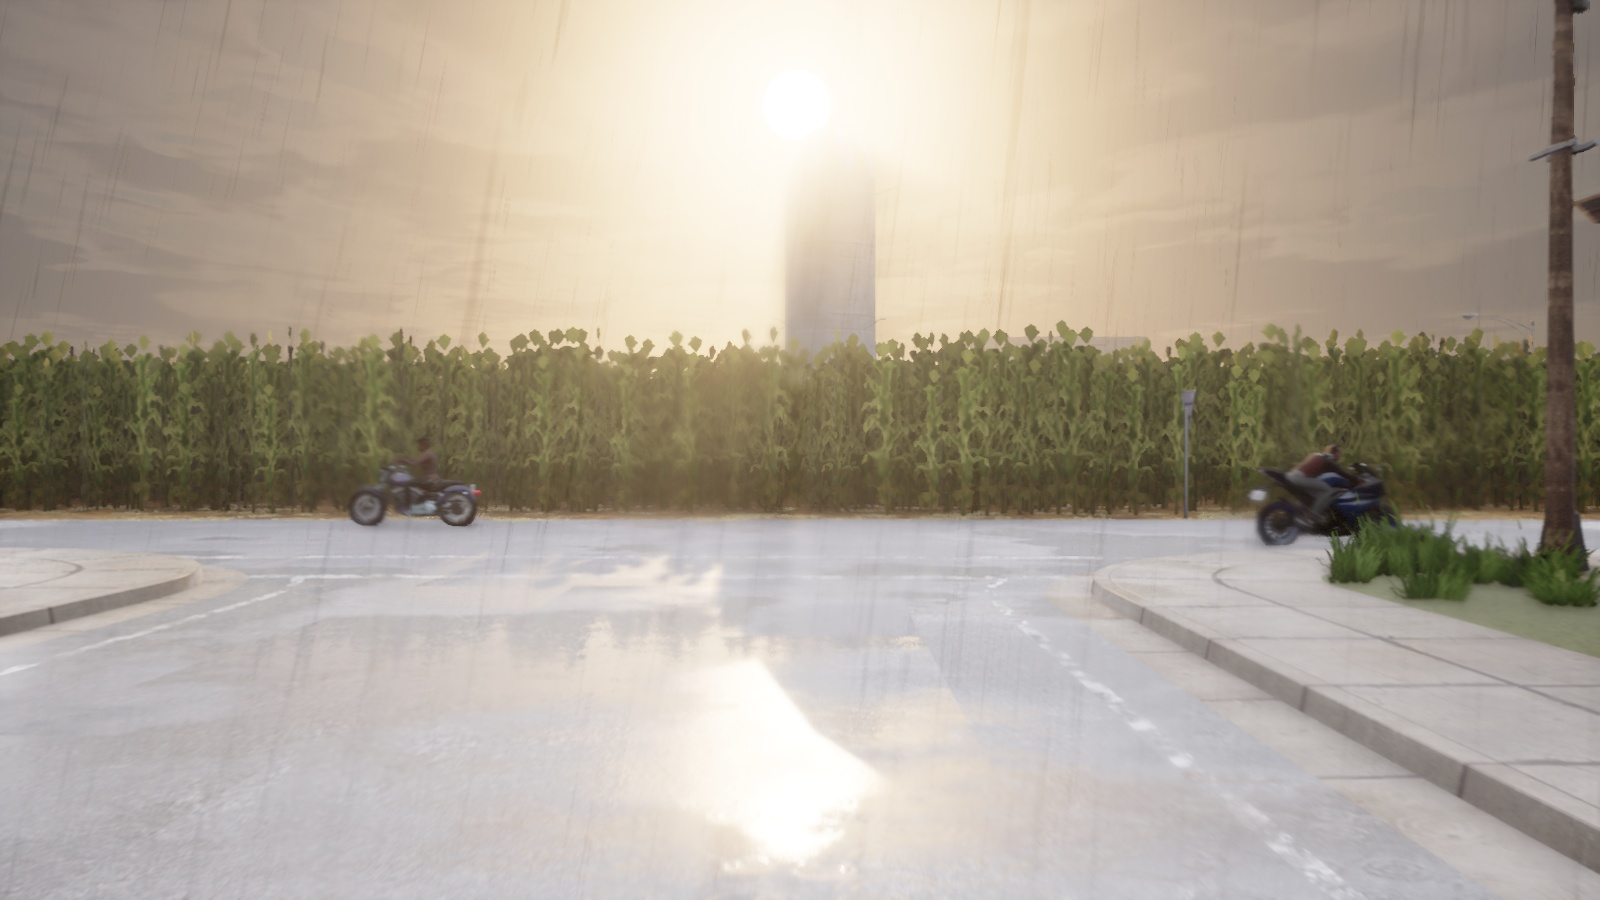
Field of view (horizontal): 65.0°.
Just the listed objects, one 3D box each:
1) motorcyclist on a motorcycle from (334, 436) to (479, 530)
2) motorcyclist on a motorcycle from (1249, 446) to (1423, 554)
[{"bbox_3d":[-7.036,0.583,22.512,2.350,1.649,0.766,0,0,1],"label":"motorcyclist on a motorcycle"},{"bbox_3d":[7.830,0.705,18.393,2.191,1.530,0.866,0,1,-8],"label":"motorcyclist on a motorcycle"}]
